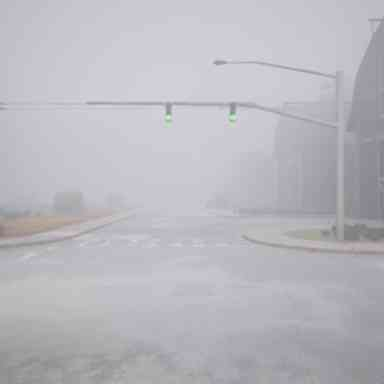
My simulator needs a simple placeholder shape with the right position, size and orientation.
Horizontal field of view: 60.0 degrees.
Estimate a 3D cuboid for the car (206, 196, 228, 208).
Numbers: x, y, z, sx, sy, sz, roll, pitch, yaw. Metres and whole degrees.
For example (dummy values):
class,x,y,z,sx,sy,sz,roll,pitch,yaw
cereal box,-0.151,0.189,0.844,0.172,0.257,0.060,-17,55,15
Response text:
class,x,y,z,sx,sy,sz,roll,pitch,yaw
car,4.204,1.708,56.115,1.905,1.878,3.866,-7,3,-42
